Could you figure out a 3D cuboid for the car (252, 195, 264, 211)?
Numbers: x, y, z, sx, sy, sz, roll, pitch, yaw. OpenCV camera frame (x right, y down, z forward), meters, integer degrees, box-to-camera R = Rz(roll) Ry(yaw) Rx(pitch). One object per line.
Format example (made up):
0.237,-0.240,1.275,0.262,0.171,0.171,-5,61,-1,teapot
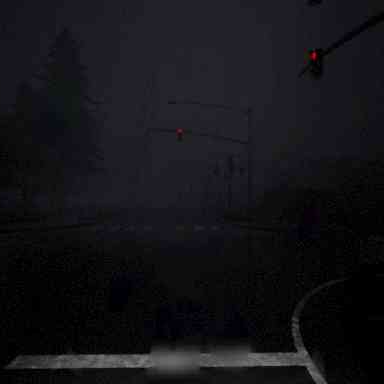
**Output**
8.868,1.144,36.301,4.605,1.855,1.932,0,0,-1,car

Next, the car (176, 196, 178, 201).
-2.198,1.327,71.105,1.812,1.442,4.674,0,0,-13,car

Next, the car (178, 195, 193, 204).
-0.906,1.518,60.921,2.033,1.411,5.357,0,0,-7,car
